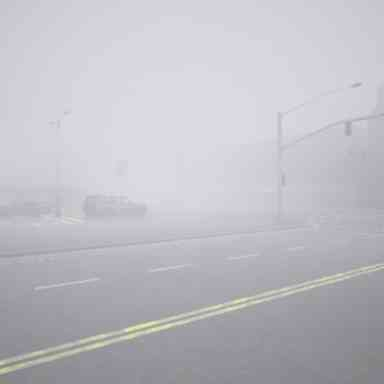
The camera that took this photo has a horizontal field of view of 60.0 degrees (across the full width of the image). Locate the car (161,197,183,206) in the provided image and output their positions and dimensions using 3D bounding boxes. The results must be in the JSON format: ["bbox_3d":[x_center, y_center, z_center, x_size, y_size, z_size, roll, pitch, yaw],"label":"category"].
[{"bbox_3d":[-3.301,1.493,53.999,1.882,1.535,5.008,0,0,-34],"label":"car"}]

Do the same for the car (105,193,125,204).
[{"bbox_3d":[-15.231,1.235,65.669,2.150,2.045,5.566,0,0,-34],"label":"car"}]

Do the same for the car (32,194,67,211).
[{"bbox_3d":[-18.627,1.162,44.090,3.866,1.878,1.905,0,0,-35],"label":"car"}]

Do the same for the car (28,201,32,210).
[{"bbox_3d":[-20.291,1.401,46.460,3.806,1.475,1.970,0,0,-35],"label":"car"}]

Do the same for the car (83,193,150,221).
[{"bbox_3d":[-5.638,1.159,25.696,4.605,1.855,1.932,0,0,-35],"label":"car"}]

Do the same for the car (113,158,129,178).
[{"bbox_3d":[-12.456,-4.268,58.300,1.994,4.181,1.385,15,37,-22],"label":"car"}]
